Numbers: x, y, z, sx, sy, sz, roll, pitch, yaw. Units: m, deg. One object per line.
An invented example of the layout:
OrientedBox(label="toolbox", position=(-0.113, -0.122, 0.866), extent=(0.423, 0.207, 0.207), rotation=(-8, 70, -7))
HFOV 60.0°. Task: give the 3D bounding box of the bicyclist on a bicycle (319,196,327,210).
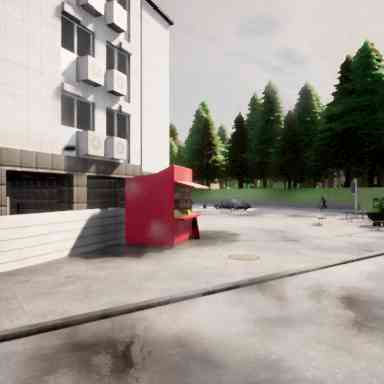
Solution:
OrientedBox(label="bicyclist on a bicycle", position=(15.990, 1.346, 40.578), extent=(1.656, 1.620, 0.582), rotation=(0, 0, -35))

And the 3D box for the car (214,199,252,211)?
OrientedBox(label="car", position=(4.985, 1.545, 41.571), extent=(2.033, 1.411, 5.357), rotation=(0, 0, -35))

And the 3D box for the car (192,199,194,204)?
OrientedBox(label="car", position=(-1.745, 1.544, 58.220), extent=(2.033, 1.411, 5.357), rotation=(0, 0, -35))
